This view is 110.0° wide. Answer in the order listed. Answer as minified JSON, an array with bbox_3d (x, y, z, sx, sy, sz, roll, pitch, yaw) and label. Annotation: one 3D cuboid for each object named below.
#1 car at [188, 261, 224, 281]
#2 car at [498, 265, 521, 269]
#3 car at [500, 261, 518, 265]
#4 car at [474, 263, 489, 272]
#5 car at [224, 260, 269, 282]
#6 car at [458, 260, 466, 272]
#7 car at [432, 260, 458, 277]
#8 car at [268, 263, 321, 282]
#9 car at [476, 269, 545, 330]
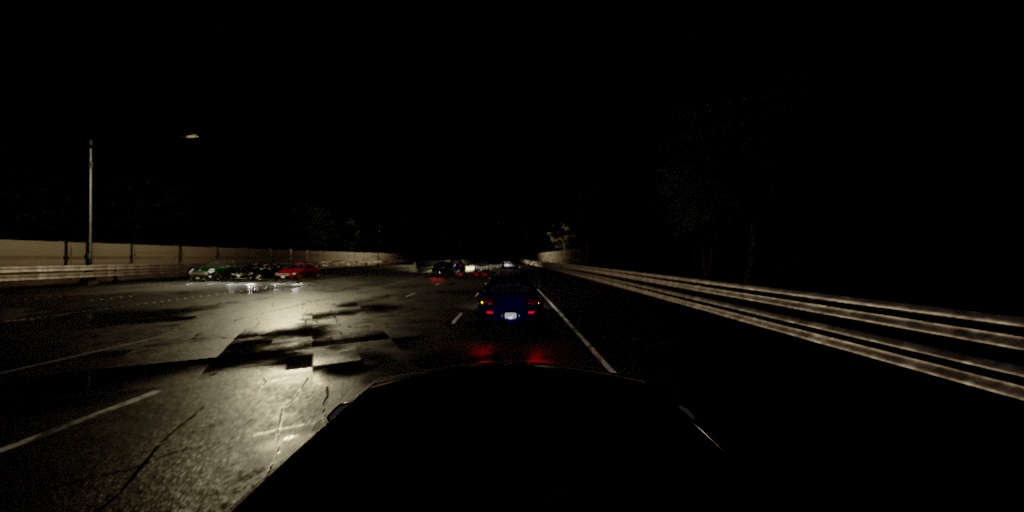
[{"bbox_3d":[-24.849,1.184,30.516,2.097,1.767,4.553,0,0,-1],"label":"car"},{"bbox_3d":[-0.154,1.428,21.744,1.895,1.301,4.718,0,0,-1],"label":"car"},{"bbox_3d":[-0.212,1.363,31.426,2.128,1.511,4.902,0,0,-1],"label":"car"},{"bbox_3d":[-4.142,1.554,50.019,1.895,1.301,4.718,0,0,-1],"label":"car"},{"bbox_3d":[-21.342,1.341,30.322,1.837,1.490,4.892,0,0,-1],"label":"car"},{"bbox_3d":[-7.628,1.298,49.400,2.097,1.767,4.553,0,0,-1],"label":"car"},{"bbox_3d":[-7.365,1.400,38.689,1.837,1.490,4.892,0,0,-1],"label":"car"},{"bbox_3d":[-17.824,1.366,30.118,1.812,1.442,4.674,0,0,-2],"label":"car"},{"bbox_3d":[-0.048,1.309,11.096,1.812,1.442,4.674,0,0,0],"label":"car"}]
